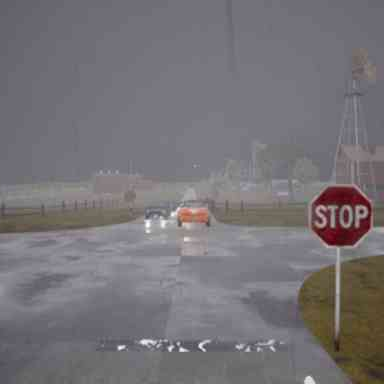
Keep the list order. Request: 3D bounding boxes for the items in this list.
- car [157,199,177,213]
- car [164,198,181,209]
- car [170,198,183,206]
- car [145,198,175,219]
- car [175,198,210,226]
[{"bbox_3d":[-2.792,1.588,38.500,1.994,1.385,4.181,0,0,0],"label":"car"},{"bbox_3d":[-2.775,1.627,48.323,2.033,1.411,5.357,0,0,0],"label":"car"},{"bbox_3d":[-2.718,1.726,58.302,1.994,1.385,4.181,0,-1,0],"label":"car"},{"bbox_3d":[-2.848,1.541,29.204,2.033,1.411,5.357,0,0,1],"label":"car"},{"bbox_3d":[0.128,1.337,23.326,2.097,1.767,4.553,0,0,0],"label":"car"}]
